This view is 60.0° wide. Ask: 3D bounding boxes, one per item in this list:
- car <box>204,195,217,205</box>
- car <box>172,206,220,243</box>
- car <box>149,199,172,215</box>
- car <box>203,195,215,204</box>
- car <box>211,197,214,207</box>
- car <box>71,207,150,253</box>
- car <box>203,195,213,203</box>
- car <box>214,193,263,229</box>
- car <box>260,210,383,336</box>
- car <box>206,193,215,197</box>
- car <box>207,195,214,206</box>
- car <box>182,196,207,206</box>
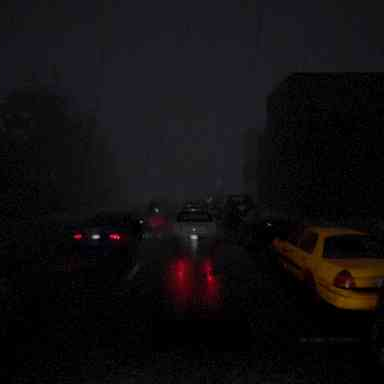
[{"bbox_3d":[3.222,1.379,57.697,1.946,1.575,5.366,0,0,0],"label":"car"},{"bbox_3d":[0.097,1.573,16.001,1.895,1.301,4.718,0,0,0],"label":"car"},{"bbox_3d":[-3.154,1.449,32.691,1.837,1.490,4.892,0,0,0],"label":"car"},{"bbox_3d":[3.222,1.369,63.222,1.946,1.575,5.366,0,0,0],"label":"car"},{"bbox_3d":[3.223,1.430,29.754,2.231,1.521,4.892,0,0,0],"label":"car"},{"bbox_3d":[-3.153,1.524,13.442,2.033,1.411,5.357,0,0,0],"label":"car"},{"bbox_3d":[3.232,1.363,68.745,1.946,1.575,5.366,0,0,0],"label":"car"},{"bbox_3d":[3.224,1.187,24.263,2.435,2.045,5.566,0,0,0],"label":"car"},{"bbox_3d":[3.225,1.463,7.971,1.946,1.575,5.366,0,0,0],"label":"car"},{"bbox_3d":[3.220,1.140,51.888,2.435,2.045,5.566,0,0,0],"label":"car"},{"bbox_3d":[3.226,1.440,40.842,2.163,1.488,4.792,0,0,0],"label":"car"},{"bbox_3d":[0.096,1.436,32.553,2.128,1.511,4.902,0,0,0],"label":"car"}]
